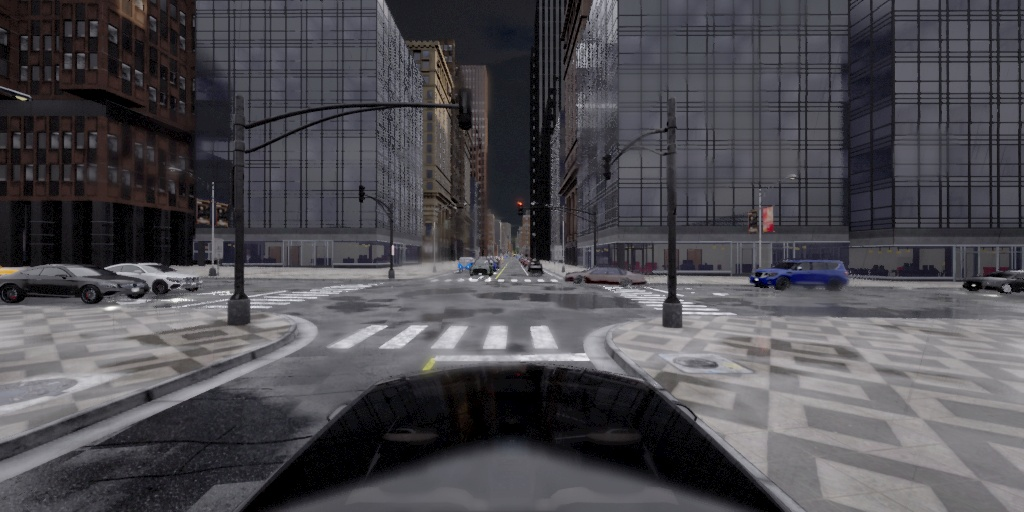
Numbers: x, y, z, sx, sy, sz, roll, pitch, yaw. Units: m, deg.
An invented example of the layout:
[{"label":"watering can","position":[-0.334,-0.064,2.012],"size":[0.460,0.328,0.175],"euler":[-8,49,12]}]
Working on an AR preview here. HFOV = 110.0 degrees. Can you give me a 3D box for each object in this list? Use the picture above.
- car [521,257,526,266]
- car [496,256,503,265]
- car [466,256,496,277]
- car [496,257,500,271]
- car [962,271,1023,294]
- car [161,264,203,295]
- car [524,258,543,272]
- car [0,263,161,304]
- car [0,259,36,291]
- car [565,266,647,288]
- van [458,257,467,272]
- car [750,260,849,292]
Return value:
[{"label":"car","position":[2.934,1.272,61.635],"size":[1.802,1.307,4.207],"euler":[0,0,0]},{"label":"car","position":[-2.854,1.206,56.126],"size":[1.837,1.490,4.892],"euler":[0,0,1]},{"label":"car","position":[-2.961,1.081,35.522],"size":[2.097,1.767,4.553],"euler":[0,0,0]},{"label":"car","position":[-2.924,1.195,44.907],"size":[1.882,1.535,5.008],"euler":[0,0,1]},{"label":"car","position":[33.179,1.738,23.846],"size":[4.892,1.490,1.837],"euler":[1,0,1]},{"label":"car","position":[-17.760,1.052,17.394],"size":[4.674,1.442,1.812],"euler":[1,0,0]},{"label":"car","position":[2.840,1.284,44.687],"size":[1.948,1.339,4.313],"euler":[0,0,0]},{"label":"car","position":[-17.232,1.046,14.137],"size":[4.674,1.442,1.812],"euler":[1,0,-1]},{"label":"car","position":[-26.905,0.886,17.436],"size":[5.008,1.535,1.882],"euler":[1,0,1]},{"label":"car","position":[6.346,1.386,24.590],"size":[5.357,1.411,2.033],"euler":[2,0,11]},{"label":"van","position":[-5.685,1.059,44.733],"size":[1.690,1.789,3.998],"euler":[0,0,0]},{"label":"car","position":[19.106,1.266,23.918],"size":[5.566,2.045,2.150],"euler":[1,0,0]}]
